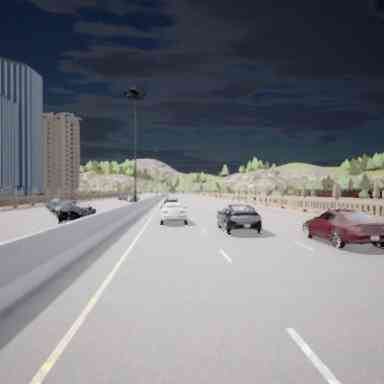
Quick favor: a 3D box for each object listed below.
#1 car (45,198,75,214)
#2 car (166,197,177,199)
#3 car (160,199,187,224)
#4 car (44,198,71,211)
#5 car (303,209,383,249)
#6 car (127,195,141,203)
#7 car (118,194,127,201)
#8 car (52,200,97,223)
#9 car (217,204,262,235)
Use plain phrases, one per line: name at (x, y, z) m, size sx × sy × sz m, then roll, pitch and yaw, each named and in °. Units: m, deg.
car at (-12.684, 1.450, 33.565) m, size 2.128 × 1.511 × 4.902 m, roll 0°, pitch 0°, yaw -4°
car at (-2.530, 1.384, 41.935) m, size 2.128 × 1.511 × 4.902 m, roll 0°, pitch 0°, yaw -4°
car at (-1.324, 1.463, 23.970) m, size 1.812 × 1.442 × 4.674 m, roll 0°, pitch 0°, yaw -4°
car at (-16.724, 1.478, 41.644) m, size 1.812 × 1.442 × 4.674 m, roll 0°, pitch 0°, yaw -4°
car at (6.334, 1.460, 14.057) m, size 1.812 × 1.442 × 4.674 m, roll 0°, pitch 0°, yaw -4°
car at (-11.285, 1.381, 66.176) m, size 1.812 × 1.442 × 4.674 m, roll 0°, pitch 0°, yaw -3°
car at (-15.317, 1.324, 74.084) m, size 1.837 × 1.490 × 4.892 m, roll 0°, pitch 0°, yaw -4°
car at (-8.616, 1.566, 25.162) m, size 1.895 × 1.301 × 4.718 m, roll 0°, pitch 0°, yaw -4°
car at (2.536, 1.428, 18.614) m, size 2.128 × 1.511 × 4.902 m, roll 0°, pitch 0°, yaw -4°
